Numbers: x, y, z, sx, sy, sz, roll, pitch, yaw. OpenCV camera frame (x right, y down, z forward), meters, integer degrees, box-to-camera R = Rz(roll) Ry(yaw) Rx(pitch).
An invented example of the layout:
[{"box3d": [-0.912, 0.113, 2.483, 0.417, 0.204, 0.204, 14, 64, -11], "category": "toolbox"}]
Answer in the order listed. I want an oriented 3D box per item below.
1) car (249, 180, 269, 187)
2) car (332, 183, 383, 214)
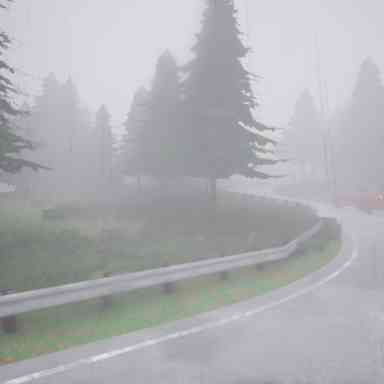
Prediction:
[{"box3d": [12.253, -1.621, 60.375, 2.033, 1.411, 5.357, 1, 3, 35], "category": "car"}, {"box3d": [12.620, 0.399, 24.333, 2.150, 2.045, 5.566, 2, 3, -9], "category": "car"}]
